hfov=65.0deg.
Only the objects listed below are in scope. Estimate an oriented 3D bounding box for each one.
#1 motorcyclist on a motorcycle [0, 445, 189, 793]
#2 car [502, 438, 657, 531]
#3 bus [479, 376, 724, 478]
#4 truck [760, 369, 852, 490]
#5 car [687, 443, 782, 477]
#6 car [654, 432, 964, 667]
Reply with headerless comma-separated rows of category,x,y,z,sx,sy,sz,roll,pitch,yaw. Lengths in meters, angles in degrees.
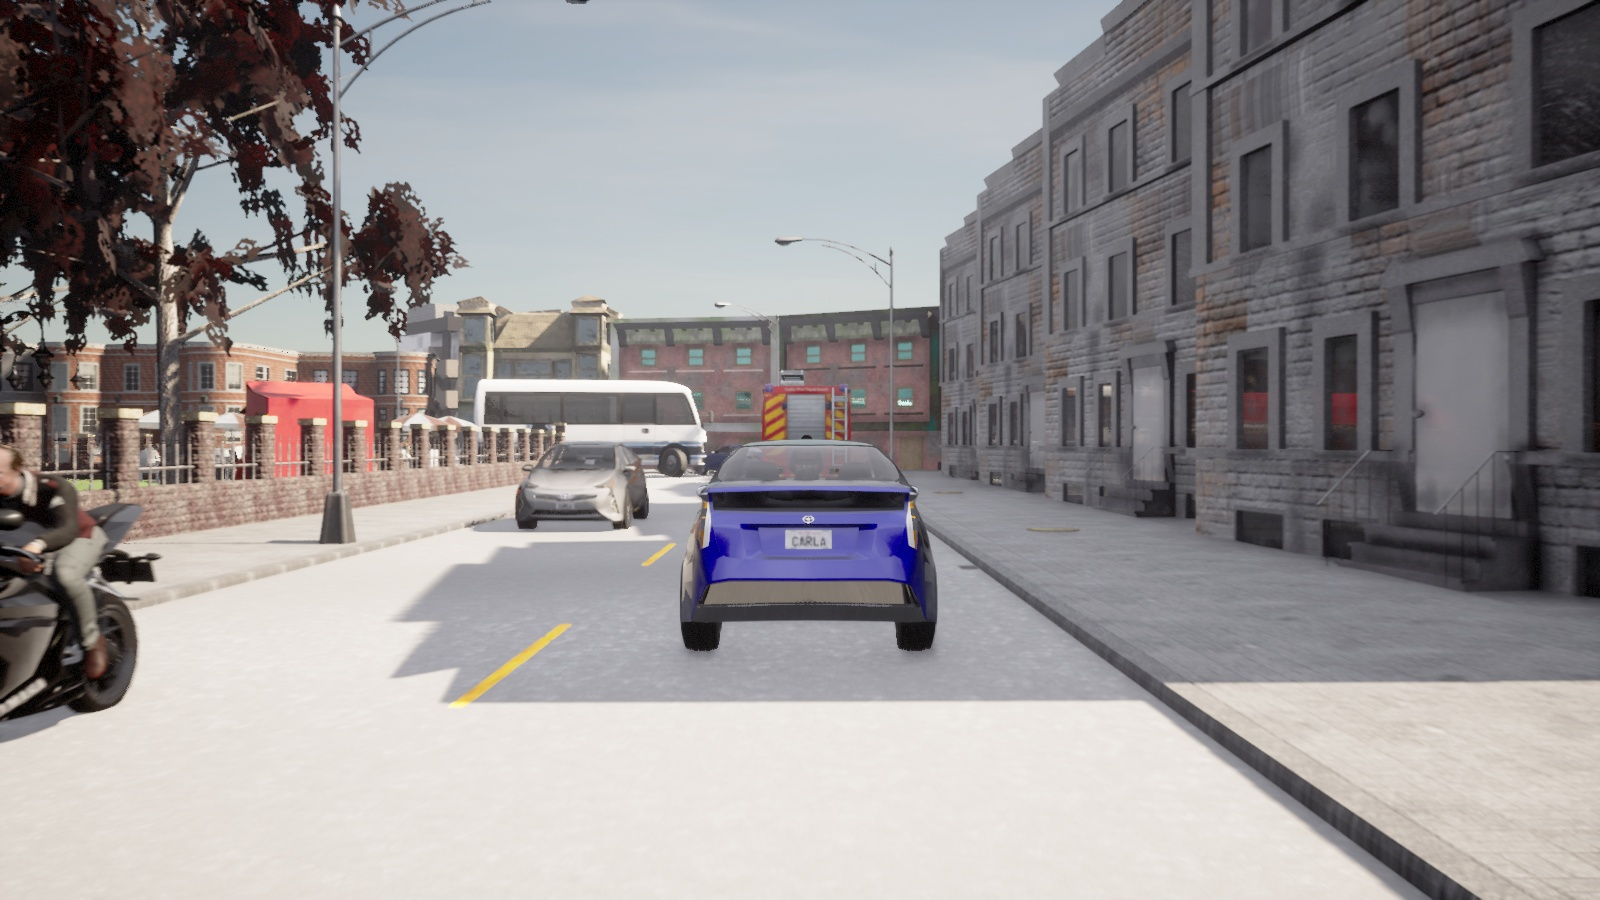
motorcyclist on a motorcycle,-3.954,0.744,6.130,0.866,1.530,2.191,0,0,0
car,-3.881,0.561,22.875,2.007,1.525,4.514,0,0,0
bus,-8.726,-0.954,55.331,10.273,4.253,3.944,0,0,-11
truck,0.212,-0.665,44.033,2.891,3.827,8.468,0,0,0
car,-3.004,0.452,56.993,1.812,1.442,4.674,2,-1,-40
car,0.065,0.635,10.402,2.007,1.525,4.514,0,0,0
